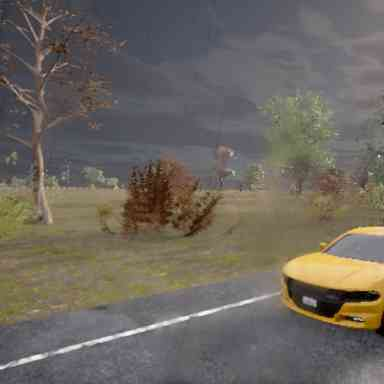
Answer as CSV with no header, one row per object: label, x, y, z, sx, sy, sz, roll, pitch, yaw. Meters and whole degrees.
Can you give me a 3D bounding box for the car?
car,3.917,1.486,6.785,5.008,1.535,1.882,0,0,-35
